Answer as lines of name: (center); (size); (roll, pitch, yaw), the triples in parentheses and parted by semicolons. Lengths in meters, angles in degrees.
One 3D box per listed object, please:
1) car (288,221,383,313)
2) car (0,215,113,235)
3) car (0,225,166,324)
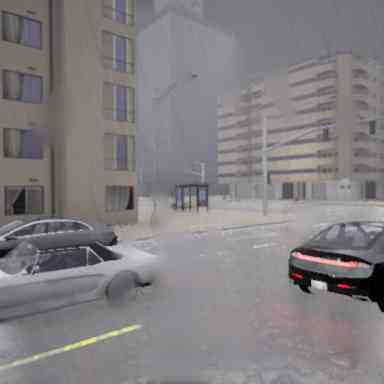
car: (4.126, 1.399, 7.390); (4.902, 1.511, 2.128); (-1, 1, -39)
car: (-4.524, 1.463, 9.524); (4.902, 1.511, 2.128); (-1, 1, -38)
car: (-2.931, 1.581, 6.334); (4.718, 1.301, 1.895); (-1, 1, -38)
